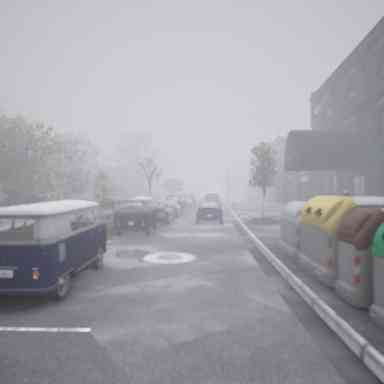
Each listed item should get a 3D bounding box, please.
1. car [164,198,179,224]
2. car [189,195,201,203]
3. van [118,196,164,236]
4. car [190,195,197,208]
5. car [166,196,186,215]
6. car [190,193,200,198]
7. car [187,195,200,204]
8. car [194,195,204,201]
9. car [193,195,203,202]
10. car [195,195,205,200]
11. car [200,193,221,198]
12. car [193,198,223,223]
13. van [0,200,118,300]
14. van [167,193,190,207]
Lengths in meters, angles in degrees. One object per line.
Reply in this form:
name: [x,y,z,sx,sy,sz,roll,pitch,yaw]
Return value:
car: [-2.456,1.498,24.901,2.163,1.488,4.792,0,1,2]
car: [0.713,1.470,69.132,2.097,1.535,5.008,0,0,6]
van: [-2.919,1.245,18.405,1.878,1.987,4.442,0,1,2]
car: [-0.871,1.516,47.012,2.002,1.452,4.674,0,0,4]
car: [-2.062,1.464,30.398,2.231,1.521,4.892,0,1,2]
car: [-0.390,1.235,53.740,2.435,2.045,5.566,0,0,5]
car: [0.317,1.456,63.599,2.097,1.535,5.008,0,0,6]
car: [1.901,1.496,85.724,2.097,1.535,5.008,0,0,6]
car: [1.453,1.475,79.358,1.946,1.575,5.366,0,0,6]
car: [2.298,1.500,91.266,2.231,1.521,4.892,0,-1,6]
car: [2.604,1.191,43.015,2.150,2.045,5.566,0,0,4]
car: [1.353,1.463,25.312,1.882,1.535,5.008,0,0,4]
van: [-3.478,1.248,8.469,1.878,1.987,4.442,0,1,2]
van: [-1.650,1.257,36.069,1.878,1.987,4.442,0,0,6]
